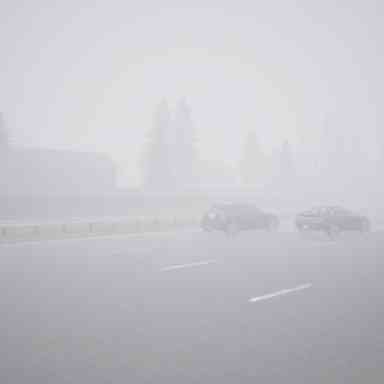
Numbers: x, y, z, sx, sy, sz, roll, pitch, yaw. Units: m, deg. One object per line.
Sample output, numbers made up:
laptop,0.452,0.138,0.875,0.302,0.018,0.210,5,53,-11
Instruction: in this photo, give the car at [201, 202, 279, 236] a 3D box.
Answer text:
car,2.767,1.354,18.613,4.553,1.767,2.097,0,0,-35

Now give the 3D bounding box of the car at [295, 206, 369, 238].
car,7.549,1.490,17.722,4.902,1.511,2.128,0,0,-35
